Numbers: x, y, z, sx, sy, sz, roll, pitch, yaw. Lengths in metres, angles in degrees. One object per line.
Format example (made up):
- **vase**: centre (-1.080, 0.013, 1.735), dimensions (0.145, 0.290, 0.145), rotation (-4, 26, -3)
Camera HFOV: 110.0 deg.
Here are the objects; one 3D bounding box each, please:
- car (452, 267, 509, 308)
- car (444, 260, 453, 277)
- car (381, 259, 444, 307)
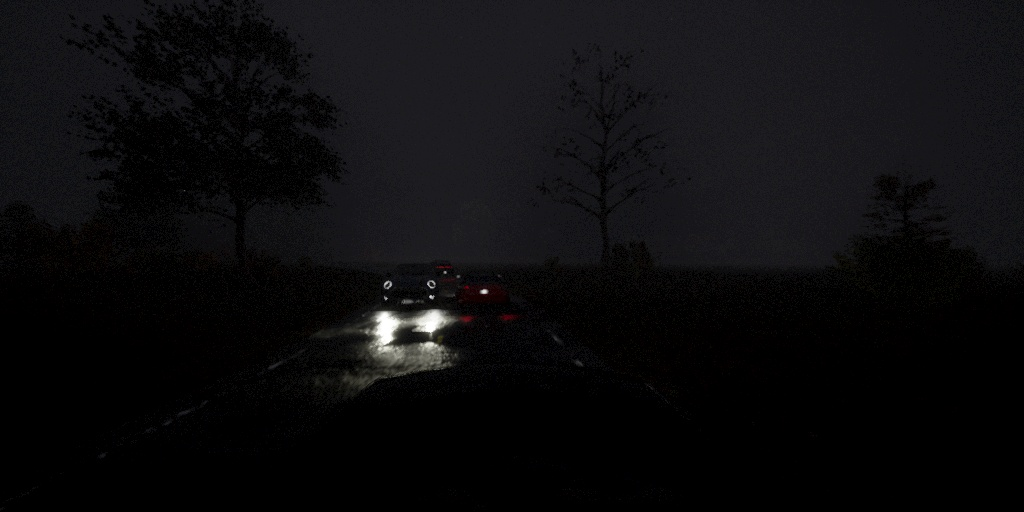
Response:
- **car**: centre (-1.340, 1.247, 14.879), dimensions (1.994, 1.385, 4.181), rotation (0, 0, -10)
- **car**: centre (-6.518, 1.091, 32.158), dimensions (1.837, 1.490, 4.892), rotation (0, 0, -23)
- **car**: centre (-4.104, 1.040, 15.112), dimensions (2.097, 1.767, 4.553), rotation (0, 1, -10)
